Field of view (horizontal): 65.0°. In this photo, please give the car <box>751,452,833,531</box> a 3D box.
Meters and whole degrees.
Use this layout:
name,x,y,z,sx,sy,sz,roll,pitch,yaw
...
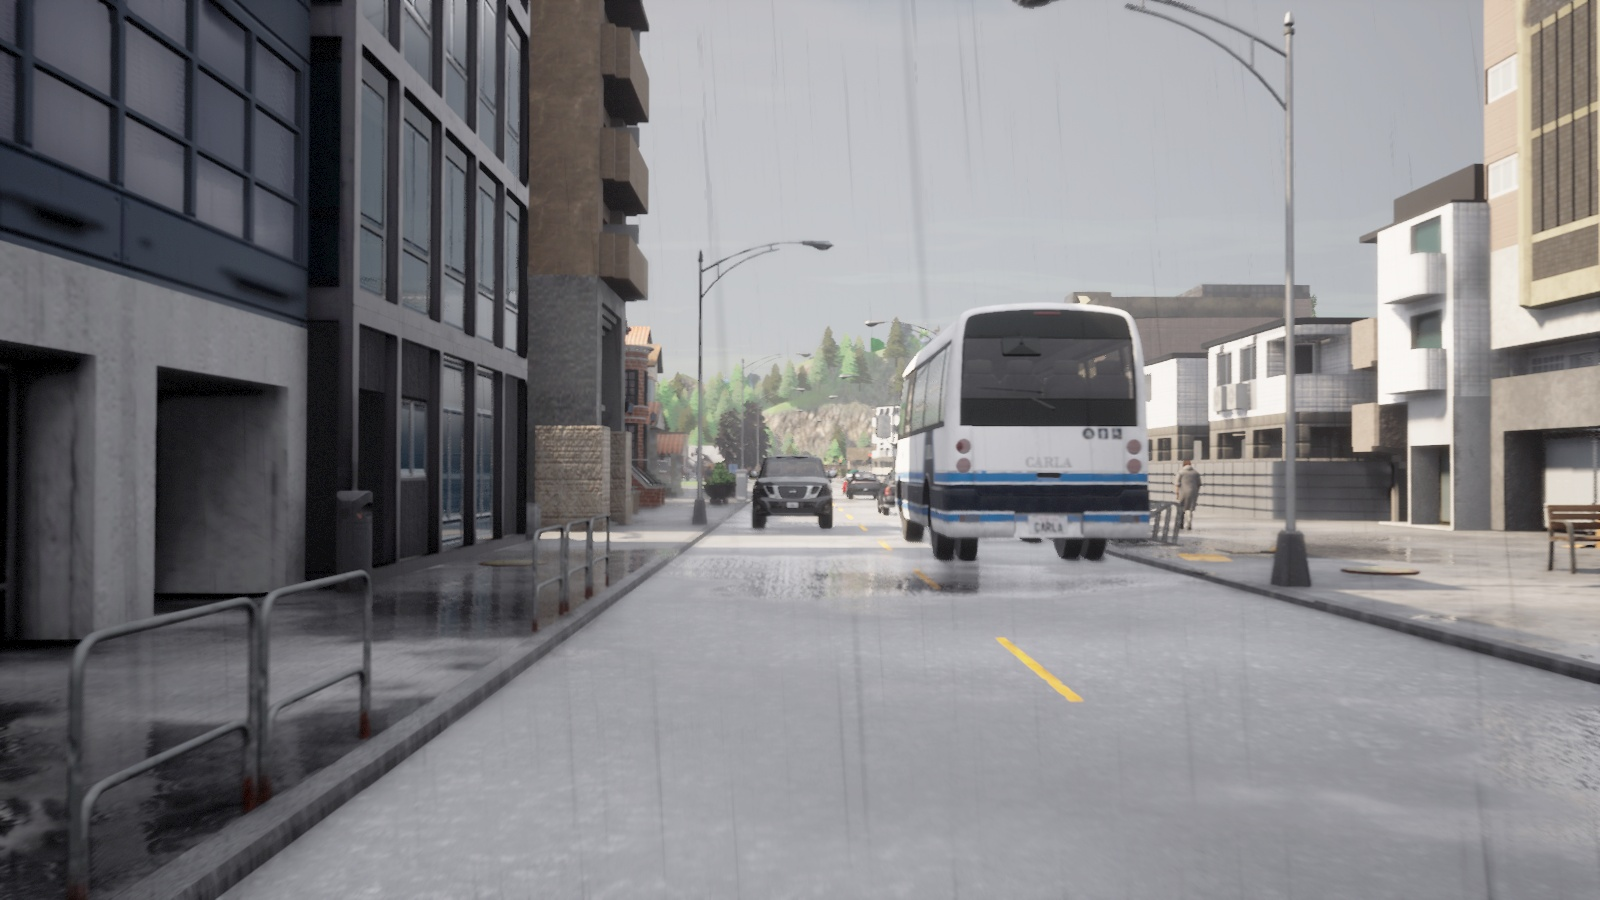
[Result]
name,x,y,z,sx,sy,sz,roll,pitch,yaw
car,-0.223,1.127,35.585,2.150,2.045,5.566,0,-1,0

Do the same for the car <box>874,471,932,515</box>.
name,x,y,z,sx,sy,sz,roll,pitch,yaw
car,3.714,1.538,45.726,1.789,1.549,3.705,0,-1,0

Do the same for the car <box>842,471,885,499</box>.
name,x,y,z,sx,sy,sz,roll,pitch,yaw
car,3.557,1.938,71.080,2.128,1.511,4.902,0,-1,0

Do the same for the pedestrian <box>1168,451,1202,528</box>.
name,x,y,z,sx,sy,sz,roll,pitch,yaw
pedestrian,9.908,1.019,32.369,0.659,1.952,0.873,0,-1,6

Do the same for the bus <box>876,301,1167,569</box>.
name,x,y,z,sx,sy,sz,roll,pitch,yaw
bus,3.836,-0.160,25.166,3.944,4.253,10.273,0,-1,0
